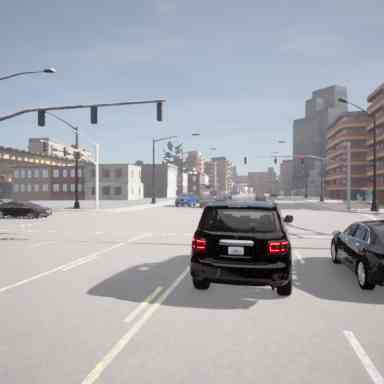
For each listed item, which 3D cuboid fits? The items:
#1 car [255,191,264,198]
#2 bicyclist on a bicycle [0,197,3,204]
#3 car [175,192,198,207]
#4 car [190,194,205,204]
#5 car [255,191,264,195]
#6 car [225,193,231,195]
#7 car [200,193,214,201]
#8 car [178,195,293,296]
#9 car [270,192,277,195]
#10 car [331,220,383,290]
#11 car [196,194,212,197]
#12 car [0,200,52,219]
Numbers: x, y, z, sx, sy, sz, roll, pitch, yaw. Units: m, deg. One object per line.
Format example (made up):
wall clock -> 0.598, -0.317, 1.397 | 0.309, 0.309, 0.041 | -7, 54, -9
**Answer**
car -> 17.218, 0.550, 85.138 | 2.097, 1.767, 4.553 | 0, 1, 11
bicyclist on a bicycle -> -23.941, 1.299, 41.344 | 0.582, 1.620, 1.656 | 0, 0, 10
car -> -0.871, 1.074, 48.417 | 2.150, 2.045, 5.566 | 0, 1, 12
car -> 1.019, 1.211, 57.898 | 1.837, 1.490, 4.892 | 0, 1, 11
car -> 12.913, 1.069, 62.927 | 2.128, 1.511, 4.902 | 0, 1, 11
car -> 5.879, 1.084, 64.214 | 1.837, 1.490, 4.892 | 0, 1, 12
car -> 3.133, 1.067, 68.167 | 2.033, 1.411, 5.357 | 0, 1, 12
car -> 1.509, 1.220, 8.997 | 2.150, 2.045, 5.566 | 0, 0, 14
car -> 20.654, 0.734, 84.468 | 2.033, 1.411, 5.357 | 0, 1, 11
car -> 5.071, 1.504, 8.886 | 1.837, 1.490, 4.892 | 0, 0, 11
car -> 2.216, 1.376, 46.018 | 1.837, 1.490, 4.892 | 0, 1, 11
car -> -14.424, 1.503, 28.473 | 4.892, 1.490, 1.837 | 0, 0, 11
